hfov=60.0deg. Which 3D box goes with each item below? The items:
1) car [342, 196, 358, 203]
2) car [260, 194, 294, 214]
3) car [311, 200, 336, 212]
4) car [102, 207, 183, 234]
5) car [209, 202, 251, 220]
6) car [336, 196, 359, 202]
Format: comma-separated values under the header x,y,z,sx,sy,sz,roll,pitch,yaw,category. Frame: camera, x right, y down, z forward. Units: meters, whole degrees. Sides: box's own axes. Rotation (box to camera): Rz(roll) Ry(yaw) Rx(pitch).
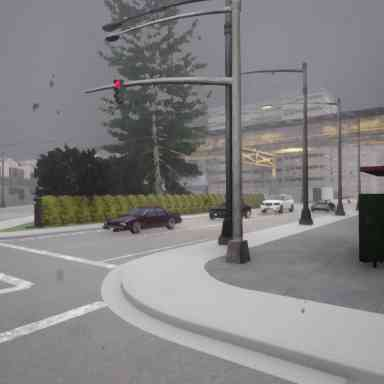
x,y,z,sx,sy,sz,roll,pitch,yaw,category
31.827,1.522,68.023,4.974,1.542,2.038,0,0,-29,car
9.639,1.281,37.189,2.150,2.045,5.566,-1,0,36,car
15.398,1.590,38.890,1.994,1.385,4.181,-1,0,36,car
-2.771,1.602,20.068,2.033,1.411,5.357,-1,0,36,car
3.344,1.535,28.519,1.882,1.535,5.008,-1,0,36,car
31.871,1.364,68.050,4.536,1.218,1.853,0,0,-29,car
